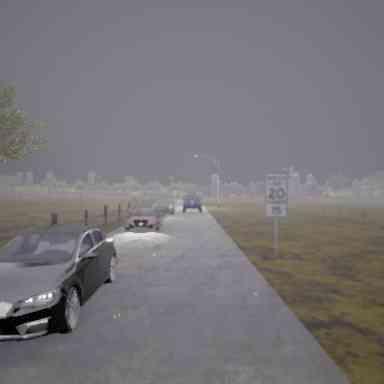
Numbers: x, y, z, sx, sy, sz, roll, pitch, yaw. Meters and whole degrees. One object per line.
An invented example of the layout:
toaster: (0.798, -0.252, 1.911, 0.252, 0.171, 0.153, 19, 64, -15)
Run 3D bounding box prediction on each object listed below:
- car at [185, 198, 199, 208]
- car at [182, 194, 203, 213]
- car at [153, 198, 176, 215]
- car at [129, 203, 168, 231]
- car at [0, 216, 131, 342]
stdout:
car: (0.052, 1.626, 49.156, 1.994, 1.385, 4.181, 0, 0, 0)
car: (0.037, 1.262, 38.149, 2.150, 2.045, 5.566, 0, 0, 0)
car: (-2.789, 1.387, 33.618, 2.097, 1.767, 4.553, 0, 0, 0)
car: (-2.825, 1.580, 20.389, 1.994, 1.385, 4.181, 0, 0, 0)
car: (-2.822, 1.496, 6.847, 2.128, 1.511, 4.902, 0, 0, -1)
